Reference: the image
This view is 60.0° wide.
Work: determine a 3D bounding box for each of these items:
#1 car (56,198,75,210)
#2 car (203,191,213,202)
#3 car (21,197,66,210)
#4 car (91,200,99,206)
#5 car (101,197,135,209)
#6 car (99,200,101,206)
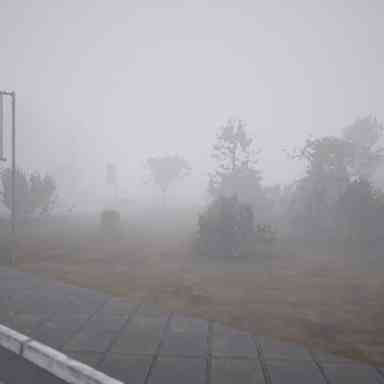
[{"bbox_3d":[-17.021,1.482,41.513,2.128,1.511,4.902,0,0,39],"label":"car"},{"bbox_3d":[4.172,0.820,62.755,2.150,2.045,5.566,0,1,34],"label":"car"},{"bbox_3d":[-19.552,1.481,43.952,2.128,1.511,4.902,0,0,39],"label":"car"},{"bbox_3d":[-13.227,1.521,51.800,1.895,1.301,4.718,0,1,39],"label":"car"},{"bbox_3d":[-9.464,1.474,45.002,1.812,1.442,4.674,0,1,39],"label":"car"},{"bbox_3d":[-10.559,1.469,49.534,2.033,1.411,5.357,0,1,39],"label":"car"}]
